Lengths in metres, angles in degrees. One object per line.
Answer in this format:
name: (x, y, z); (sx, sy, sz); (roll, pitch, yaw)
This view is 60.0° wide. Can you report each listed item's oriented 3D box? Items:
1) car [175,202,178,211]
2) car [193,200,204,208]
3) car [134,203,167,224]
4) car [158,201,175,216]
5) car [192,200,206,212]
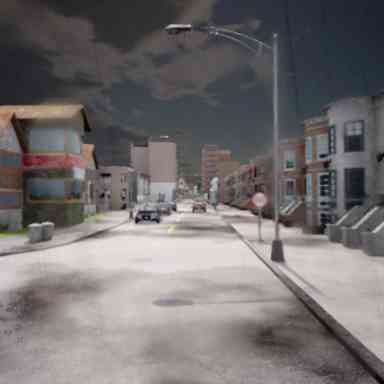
car: (-3.112, 2.057, 48.383); (2.033, 1.411, 5.357); (0, -1, 2)
car: (1.238, 2.165, 61.731); (2.033, 1.411, 5.357); (0, -1, 1)
car: (-3.543, 1.870, 27.993); (1.994, 1.385, 4.181); (0, -1, 1)
car: (-3.345, 1.911, 37.937); (1.837, 1.490, 4.892); (0, -1, 1)
car: (1.002, 1.986, 46.021); (1.812, 1.442, 4.674); (0, 0, 1)
